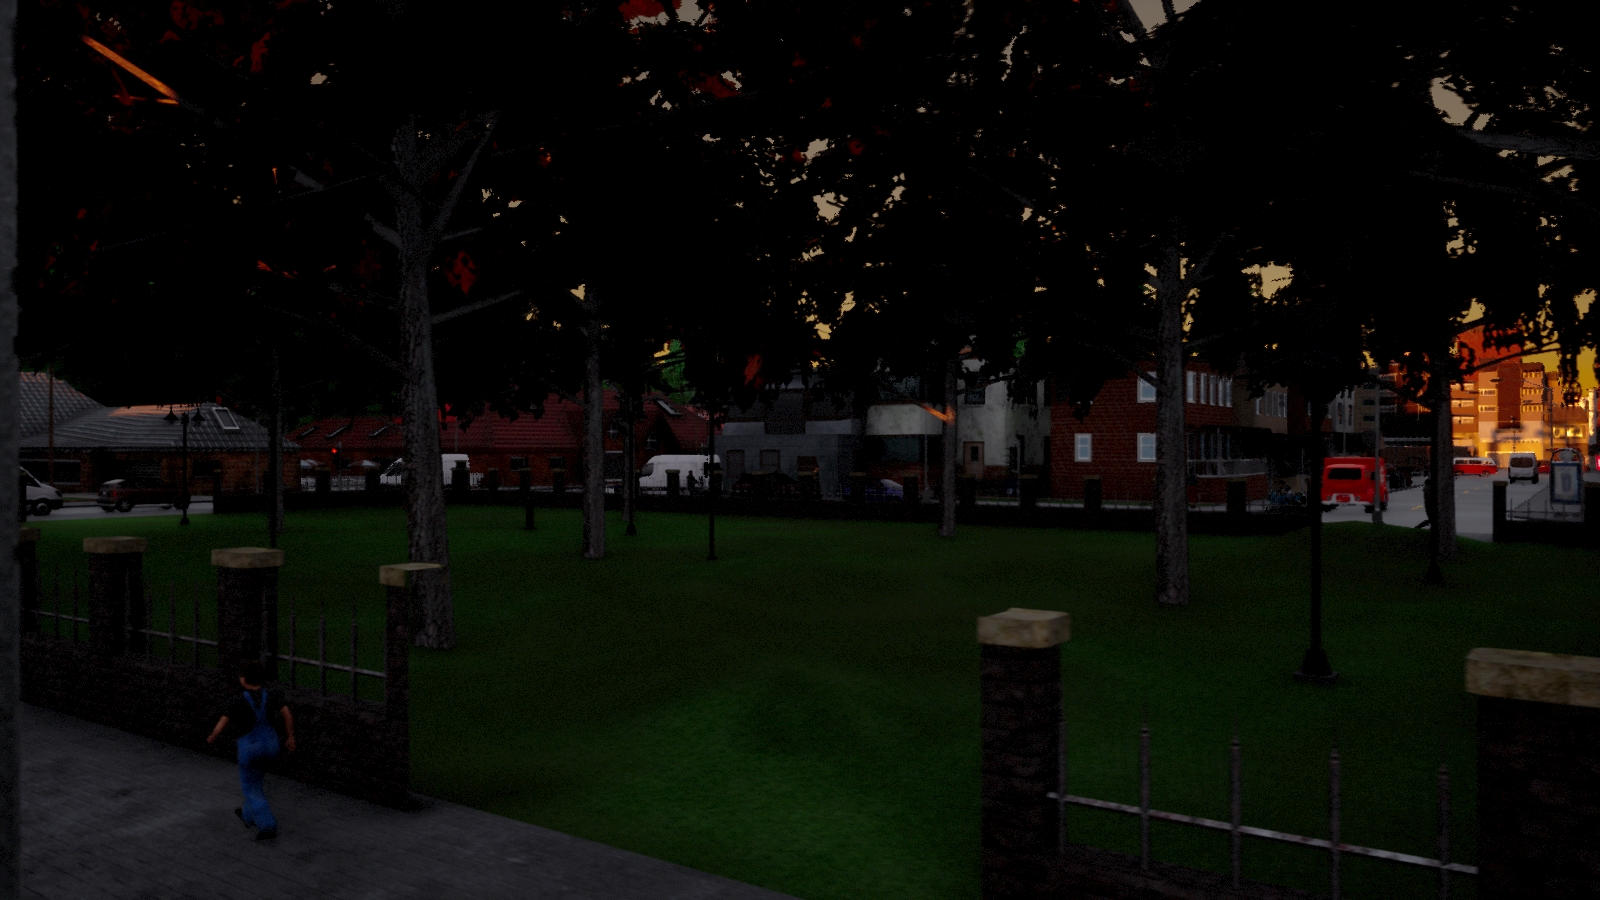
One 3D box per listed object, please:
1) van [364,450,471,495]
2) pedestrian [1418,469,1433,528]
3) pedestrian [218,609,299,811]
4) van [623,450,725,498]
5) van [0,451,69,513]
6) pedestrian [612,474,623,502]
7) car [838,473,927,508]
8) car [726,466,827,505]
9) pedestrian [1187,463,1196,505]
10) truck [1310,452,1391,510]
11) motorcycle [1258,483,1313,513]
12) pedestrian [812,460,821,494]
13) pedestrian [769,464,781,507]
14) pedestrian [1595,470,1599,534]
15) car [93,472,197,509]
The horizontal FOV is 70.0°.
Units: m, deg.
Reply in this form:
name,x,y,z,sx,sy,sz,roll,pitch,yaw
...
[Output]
name,x,y,z,sx,sy,sz,roll,pitch,yaw
van,-22.803,1.312,68.168,5.915,2.561,1.988,0,-1,-24
pedestrian,19.939,1.524,36.435,0.375,1.860,0.375,0,0,35
pedestrian,-3.800,1.805,8.022,0.375,1.300,0.375,0,0,34
van,-7.186,1.312,64.627,5.915,2.561,1.988,0,0,35
van,-33.807,1.312,47.083,1.988,2.561,5.915,0,0,36
pedestrian,-8.689,1.803,54.513,0.375,1.300,0.375,0,0,-42
car,3.763,1.817,52.286,3.633,1.501,1.845,0,0,36
car,-1.182,1.685,55.538,4.553,1.767,2.097,0,0,35
pedestrian,17.603,1.515,51.411,0.375,1.860,0.375,0,0,21
truck,25.127,1.347,52.037,2.627,2.467,5.204,0,0,33
motorcycle,20.090,1.991,47.313,2.033,1.145,0.803,-1,-4,-20
pedestrian,0.914,1.515,64.364,0.375,1.860,0.375,0,0,35
pedestrian,-1.090,1.524,49.044,0.375,1.860,0.375,0,0,31
pedestrian,23.503,1.525,33.433,0.375,1.860,0.375,0,0,41
car,-30.007,1.804,52.403,1.789,1.549,3.705,0,0,35
